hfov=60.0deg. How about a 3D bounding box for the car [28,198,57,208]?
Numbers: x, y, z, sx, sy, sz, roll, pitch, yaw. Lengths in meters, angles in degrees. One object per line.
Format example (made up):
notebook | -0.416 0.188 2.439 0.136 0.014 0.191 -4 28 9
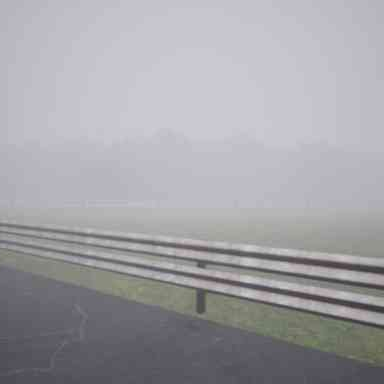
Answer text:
car | -22.319 1.627 49.973 5.366 1.575 1.801 0 0 11
